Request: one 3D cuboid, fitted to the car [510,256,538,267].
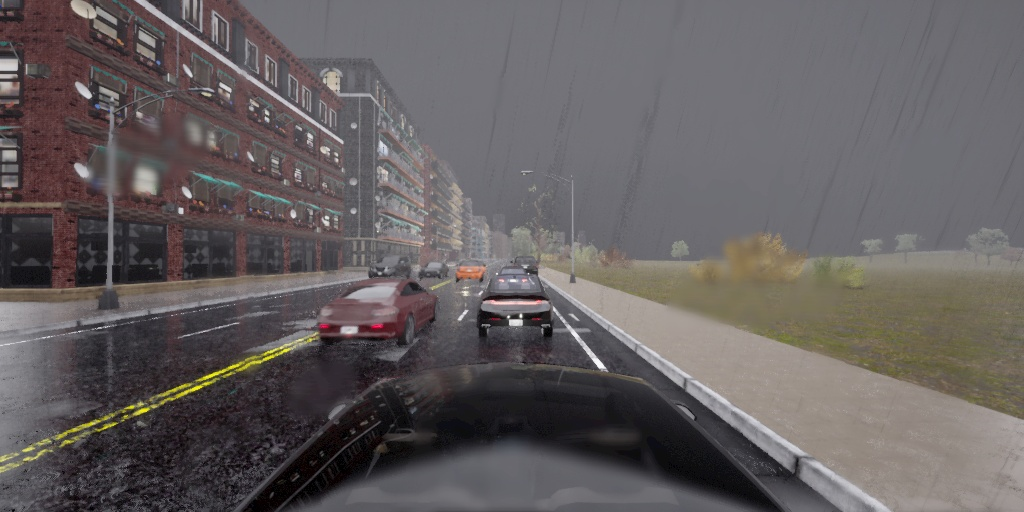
[{"bbox_3d":[1.048,0.979,30.894,2.150,2.045,5.566,0,0,0],"label":"car"}]

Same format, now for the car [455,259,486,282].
[{"bbox_3d":[-3.235,1.105,29.191,2.097,1.767,4.553,0,0,-1],"label":"car"}]

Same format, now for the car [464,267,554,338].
[{"bbox_3d":[0.075,1.243,10.241,2.128,1.511,4.902,0,0,0],"label":"car"}]

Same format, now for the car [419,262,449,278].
[{"bbox_3d":[-6.690,1.231,31.085,1.882,1.535,5.008,0,0,0],"label":"car"}]

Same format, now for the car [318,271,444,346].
[{"bbox_3d":[-3.174,1.277,9.284,1.812,1.442,4.674,0,0,0],"label":"car"}]

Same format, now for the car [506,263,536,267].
[{"bbox_3d":[0.047,1.301,20.681,2.033,1.411,5.357,0,0,0],"label":"car"}]

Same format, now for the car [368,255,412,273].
[{"bbox_3d":[-9.935,0.975,29.714,2.150,2.045,5.566,0,0,0],"label":"car"}]
